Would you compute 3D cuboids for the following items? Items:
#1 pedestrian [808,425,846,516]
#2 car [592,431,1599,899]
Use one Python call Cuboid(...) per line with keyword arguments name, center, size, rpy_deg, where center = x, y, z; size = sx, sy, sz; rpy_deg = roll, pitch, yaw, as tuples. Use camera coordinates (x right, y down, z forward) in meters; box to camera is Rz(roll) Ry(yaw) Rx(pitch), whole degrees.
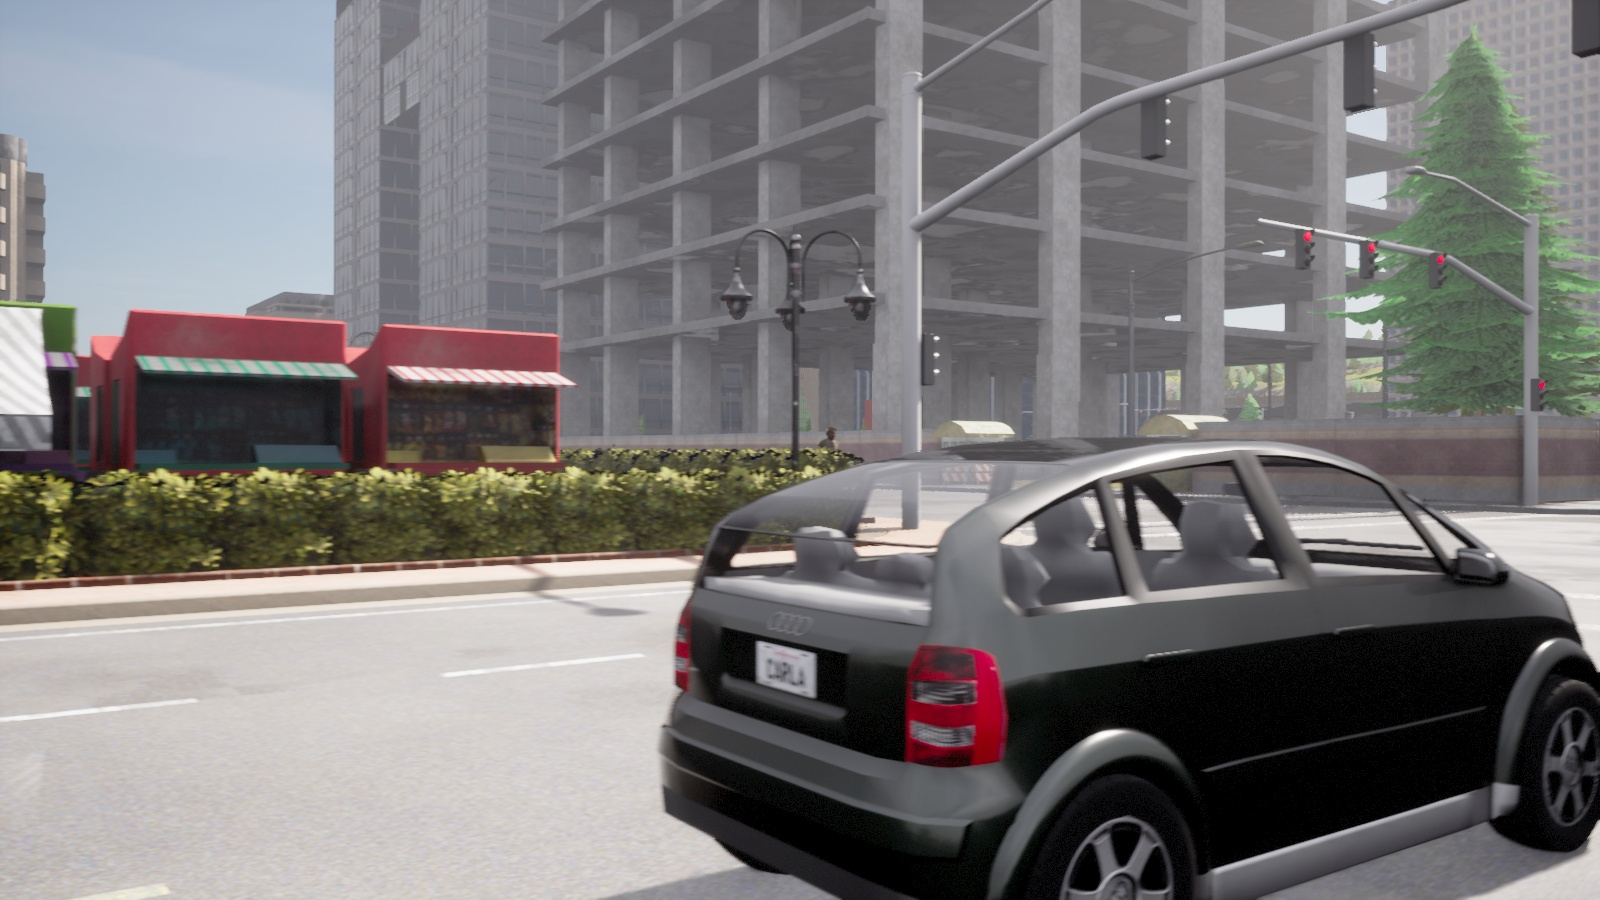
Cuboid(name="pedestrian", center=(0.540, 0.404, 25.134), size=(0.328, 1.805, 0.869), rpy_deg=(0, 0, -32))
Cuboid(name="car", center=(1.328, 0.732, 4.583), size=(3.705, 1.549, 1.789), rpy_deg=(0, 0, -35))
